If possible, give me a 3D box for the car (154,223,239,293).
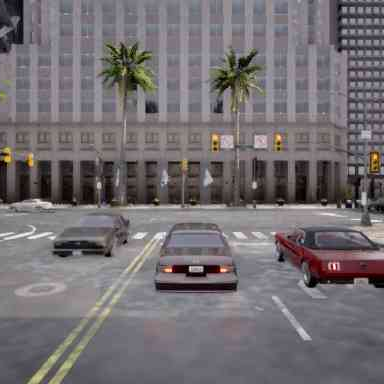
[{"bbox_3d":[0.097,1.547,8.977,2.033,1.411,5.357,0,0,0],"label":"car"}]

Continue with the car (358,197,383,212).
[{"bbox_3d":[21.401,1.351,37.817,4.553,1.767,2.097,0,0,0],"label":"car"}]

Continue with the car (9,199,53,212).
[{"bbox_3d":[-18.392,1.524,37.994,4.674,1.442,1.812,0,0,0],"label":"car"}]

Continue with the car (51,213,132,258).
[{"bbox_3d":[-3.624,1.547,13.115,2.033,1.411,5.357,0,0,0],"label":"car"}]

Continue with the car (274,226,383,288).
[{"bbox_3d":[3.643,1.601,9.244,1.895,1.301,4.718,0,0,2],"label":"car"}]

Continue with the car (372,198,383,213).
[{"bbox_3d":[21.667,1.600,34.315,4.718,1.301,1.895,0,0,0],"label":"car"}]
